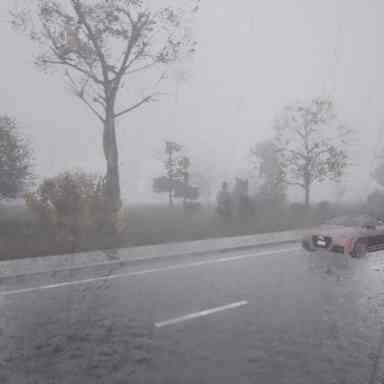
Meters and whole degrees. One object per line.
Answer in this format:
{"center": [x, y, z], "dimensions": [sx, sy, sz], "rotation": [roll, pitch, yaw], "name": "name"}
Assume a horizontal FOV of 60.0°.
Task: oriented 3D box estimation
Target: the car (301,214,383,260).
{"center": [6.067, 1.564, 12.580], "dimensions": [4.181, 1.385, 1.994], "rotation": [0, 0, -35], "name": "car"}
